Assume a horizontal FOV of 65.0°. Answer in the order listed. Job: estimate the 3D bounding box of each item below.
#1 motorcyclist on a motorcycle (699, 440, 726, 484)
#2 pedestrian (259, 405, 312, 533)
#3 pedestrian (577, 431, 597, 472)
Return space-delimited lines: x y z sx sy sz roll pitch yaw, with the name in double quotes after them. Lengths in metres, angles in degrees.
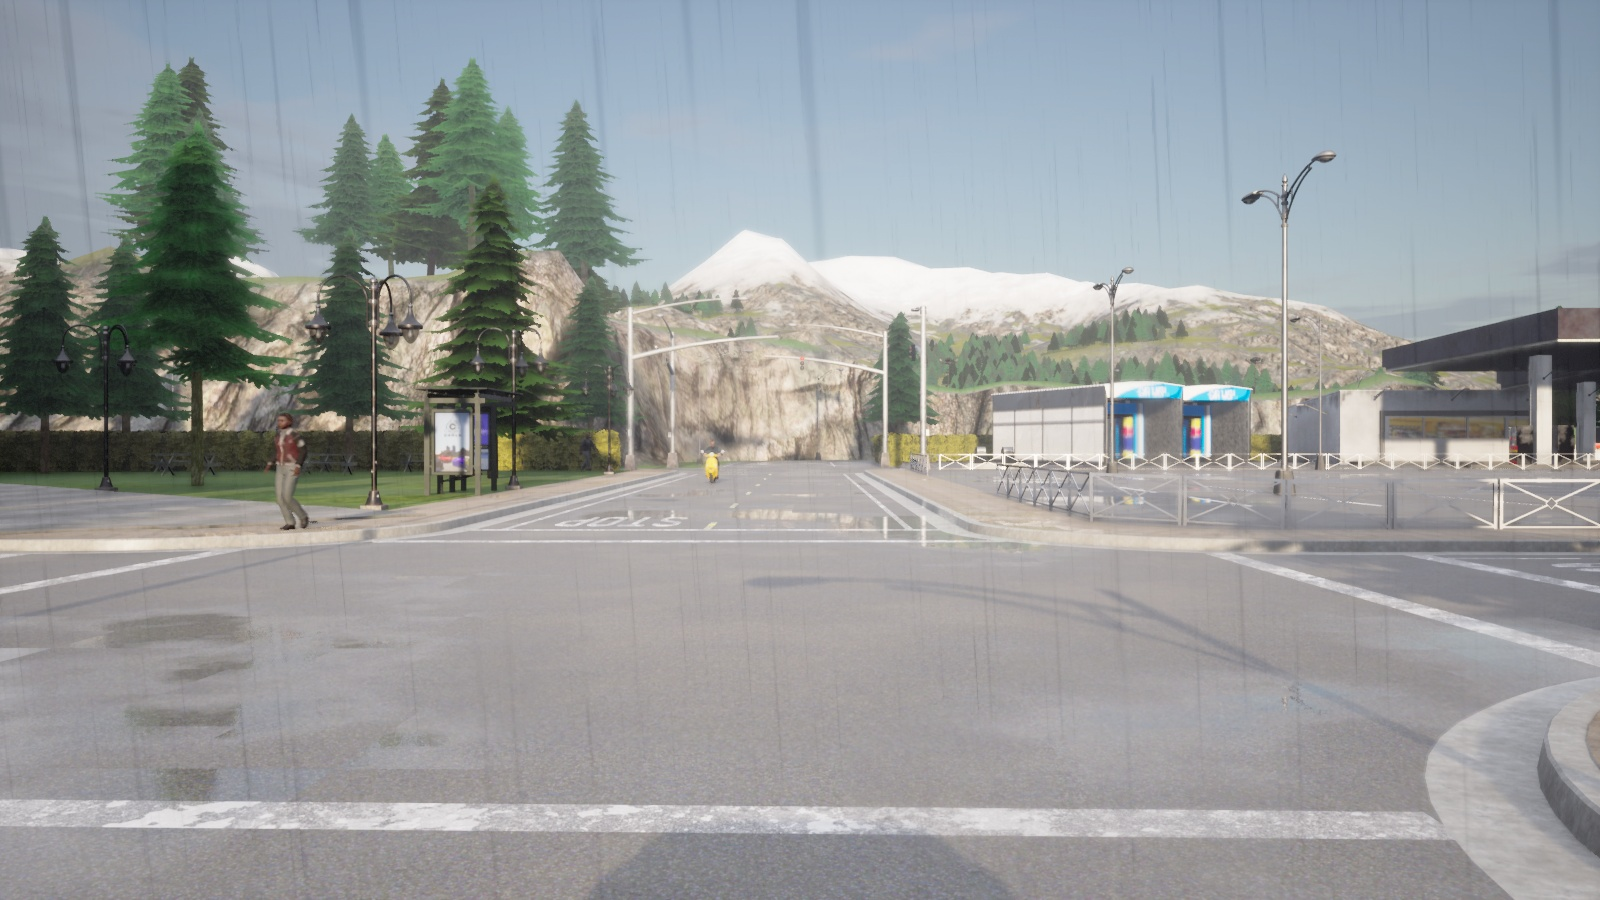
-3.227 0.435 46.324 0.866 1.590 1.817 0 0 0 "motorcyclist on a motorcycle"
-7.860 0.283 19.191 0.402 1.930 0.666 0 0 20 "pedestrian"
-9.807 0.067 57.801 0.563 1.883 0.849 0 0 -41 "pedestrian"
